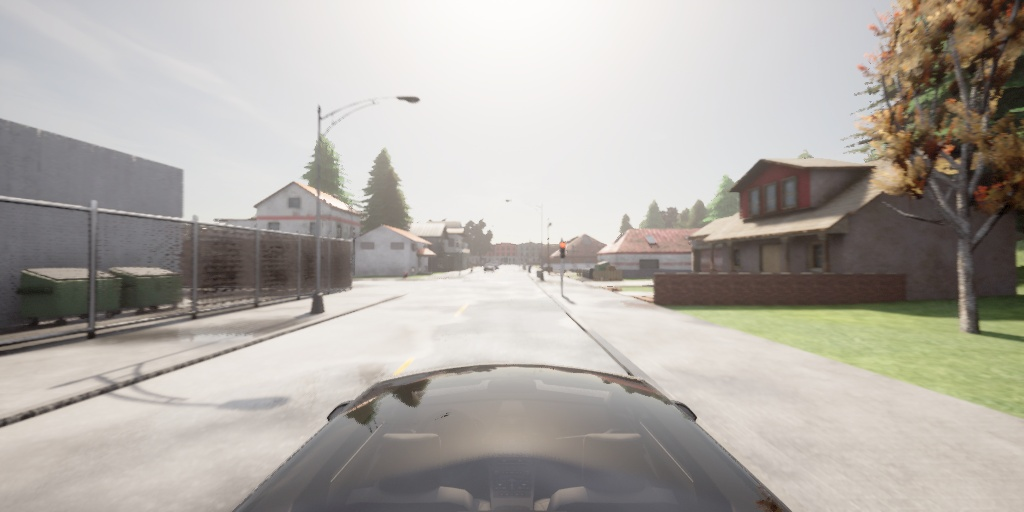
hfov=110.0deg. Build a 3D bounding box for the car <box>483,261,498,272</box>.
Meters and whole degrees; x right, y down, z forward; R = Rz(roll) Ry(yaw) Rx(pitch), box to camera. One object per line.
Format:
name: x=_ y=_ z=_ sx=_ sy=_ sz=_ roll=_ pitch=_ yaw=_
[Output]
car: x=-3.999 y=2.059 z=62.882 sx=1.837 sy=1.490 sz=4.892 roll=0 pitch=-1 yaw=0
